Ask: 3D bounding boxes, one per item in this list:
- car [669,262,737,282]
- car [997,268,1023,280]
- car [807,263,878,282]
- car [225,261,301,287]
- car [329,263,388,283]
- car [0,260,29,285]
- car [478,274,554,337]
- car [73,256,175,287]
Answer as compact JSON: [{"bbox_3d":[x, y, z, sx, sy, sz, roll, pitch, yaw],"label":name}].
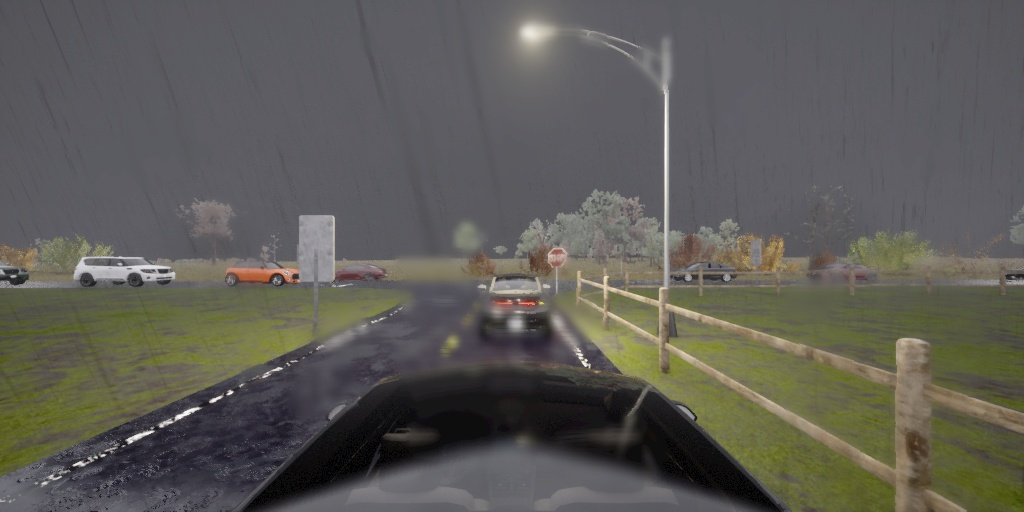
[{"bbox_3d":[14.566,1.214,27.527,4.892,1.490,1.837,0,0,0],"label":"car"},{"bbox_3d":[40.322,1.271,27.282,4.718,1.301,1.895,0,0,1],"label":"car"},{"bbox_3d":[25.186,1.250,27.435,4.181,1.385,1.994,0,0,1],"label":"car"},{"bbox_3d":[-16.989,1.145,24.839,4.553,1.767,2.097,0,0,1],"label":"car"},{"bbox_3d":[-12.032,1.303,27.749,4.674,1.442,1.812,0,0,0],"label":"car"},{"bbox_3d":[-37.525,1.072,25.034,5.566,2.045,2.150,0,0,1],"label":"car"},{"bbox_3d":[0.105,1.254,10.304,1.837,1.490,4.892,0,0,0],"label":"car"},{"bbox_3d":[-26.843,1.042,24.924,5.566,2.045,2.150,0,0,1],"label":"car"}]
